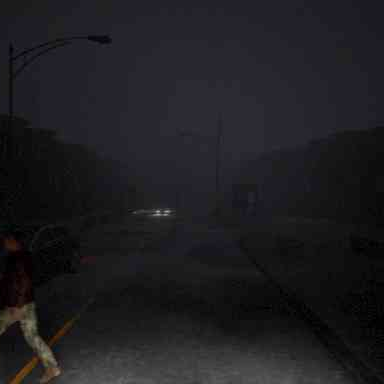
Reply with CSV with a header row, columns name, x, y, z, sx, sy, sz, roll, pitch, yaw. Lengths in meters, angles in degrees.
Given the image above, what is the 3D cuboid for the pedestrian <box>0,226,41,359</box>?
name,x,y,z,sx,sy,sz,roll,pitch,yaw
pedestrian,-2.069,1.294,3.879,0.375,1.860,0.375,0,0,0

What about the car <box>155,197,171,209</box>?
name,x,y,z,sx,sy,sz,roll,pitch,yaw
car,-4.015,1.491,46.391,2.128,1.511,4.902,0,0,0

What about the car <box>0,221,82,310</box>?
name,x,y,z,sx,sy,sz,roll,pitch,yaw
car,-4.090,1.491,7.769,2.128,1.511,4.902,0,0,0
